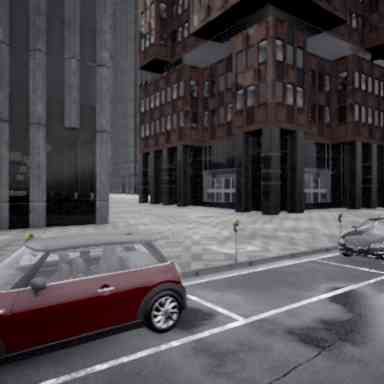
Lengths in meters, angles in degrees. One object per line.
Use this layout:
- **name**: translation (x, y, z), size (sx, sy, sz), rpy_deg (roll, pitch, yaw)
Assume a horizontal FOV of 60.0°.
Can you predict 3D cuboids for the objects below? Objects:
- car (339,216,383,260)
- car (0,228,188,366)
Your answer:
- **car**: translation (6.844, 1.518, 11.544), size (4.403, 1.369, 2.008), rpy_deg (0, 0, -36)
- **car**: translation (-2.147, 1.438, 5.118), size (4.097, 1.590, 1.967), rpy_deg (0, 0, -36)
